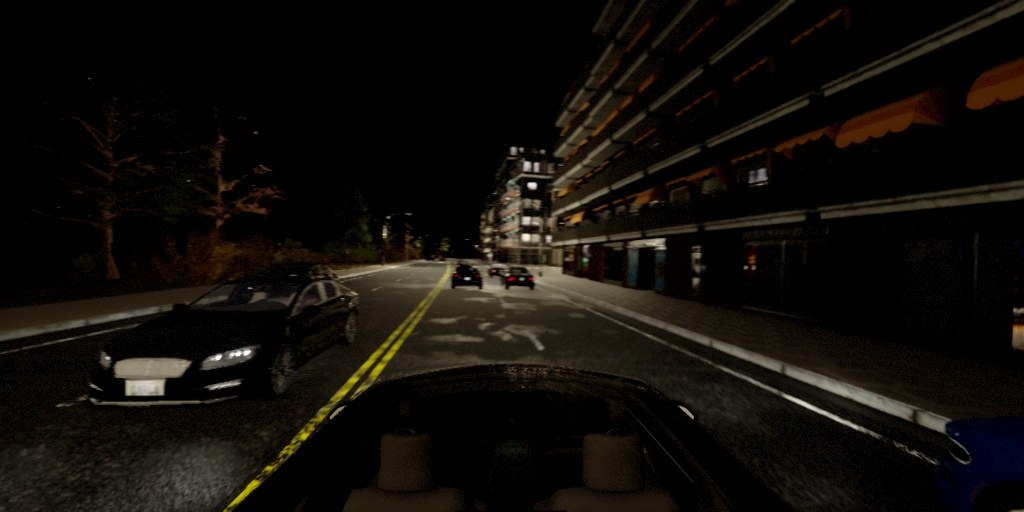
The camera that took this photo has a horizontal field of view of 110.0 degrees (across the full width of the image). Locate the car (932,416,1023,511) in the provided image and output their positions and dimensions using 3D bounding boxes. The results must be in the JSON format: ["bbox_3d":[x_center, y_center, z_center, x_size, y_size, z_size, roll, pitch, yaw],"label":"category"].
[{"bbox_3d":[4.194,1.366,0.514,1.882,1.535,5.008,2,0,-7],"label":"car"}]

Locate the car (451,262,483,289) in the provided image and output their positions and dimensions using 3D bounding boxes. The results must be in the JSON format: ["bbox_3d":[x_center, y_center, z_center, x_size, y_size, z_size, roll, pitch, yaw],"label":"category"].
[{"bbox_3d":[-2.898,1.299,23.102,1.994,1.385,4.181,2,0,-8],"label":"car"}]

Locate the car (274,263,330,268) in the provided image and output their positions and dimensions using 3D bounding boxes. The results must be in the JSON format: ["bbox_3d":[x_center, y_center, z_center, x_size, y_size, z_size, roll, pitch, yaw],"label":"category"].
[{"bbox_3d":[-8.438,1.018,14.180,1.837,1.490,4.892,2,-1,-8],"label":"car"}]

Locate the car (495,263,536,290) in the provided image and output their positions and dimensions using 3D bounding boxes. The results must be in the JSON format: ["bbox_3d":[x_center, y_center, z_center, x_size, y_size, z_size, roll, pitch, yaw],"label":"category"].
[{"bbox_3d":[0.276,1.392,23.374,2.033,1.411,5.357,2,0,-7],"label":"car"}]

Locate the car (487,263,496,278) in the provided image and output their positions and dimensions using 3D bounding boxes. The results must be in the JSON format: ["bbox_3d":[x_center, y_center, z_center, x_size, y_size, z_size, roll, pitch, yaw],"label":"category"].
[{"bbox_3d":[-1.364,1.383,34.687,2.033,1.411,5.357,2,0,-8],"label":"car"}]

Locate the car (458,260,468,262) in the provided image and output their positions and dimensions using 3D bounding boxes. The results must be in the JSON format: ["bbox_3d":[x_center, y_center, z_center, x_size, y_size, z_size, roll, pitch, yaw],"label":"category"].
[{"bbox_3d":[-6.314,1.265,45.876,2.033,1.411,5.357,2,0,-9],"label":"car"}]

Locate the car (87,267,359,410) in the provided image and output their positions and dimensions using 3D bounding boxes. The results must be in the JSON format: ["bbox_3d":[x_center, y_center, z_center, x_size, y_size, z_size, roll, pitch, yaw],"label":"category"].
[{"bbox_3d":[-4.133,1.118,6.188,2.128,1.511,4.902,2,0,-7],"label":"car"}]
